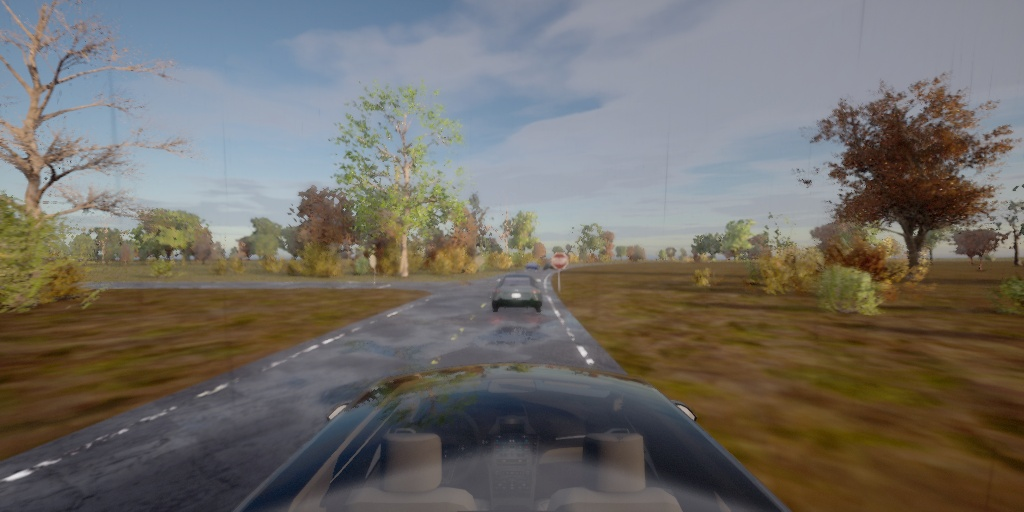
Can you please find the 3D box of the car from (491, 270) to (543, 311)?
[{"bbox_3d":[0.279,1.451,15.233,1.994,1.385,4.181,0,-1,3],"label":"car"}]

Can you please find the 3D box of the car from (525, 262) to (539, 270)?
[{"bbox_3d":[3.662,1.853,64.919,1.882,1.535,5.008,0,-1,13],"label":"car"}]
